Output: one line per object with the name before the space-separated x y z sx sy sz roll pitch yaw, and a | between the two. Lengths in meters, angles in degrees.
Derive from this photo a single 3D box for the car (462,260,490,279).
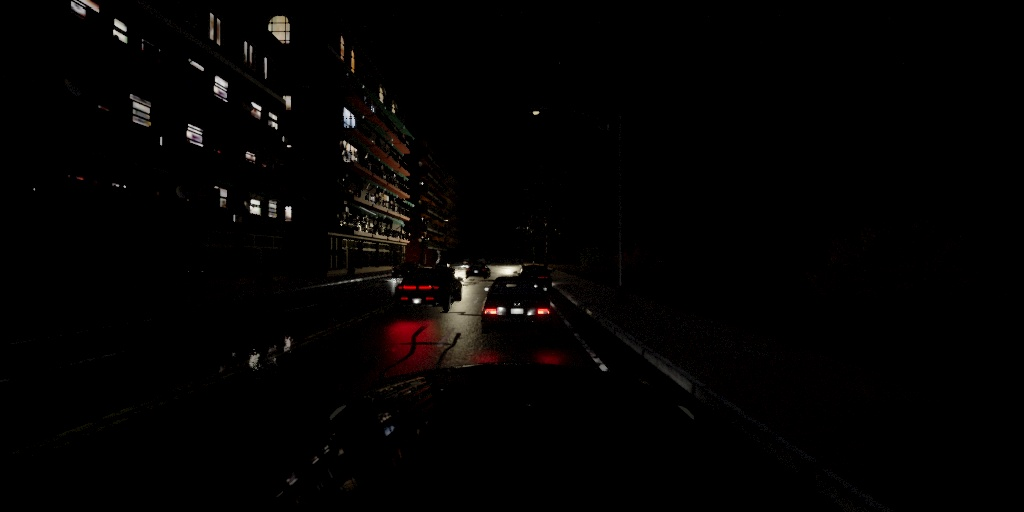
car | -3.093 1.316 33.045 1.994 1.385 4.181 0 0 0

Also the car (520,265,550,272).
car | 1.172 1.257 20.314 1.837 1.490 4.892 0 0 0

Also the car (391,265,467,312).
car | -3.129 1.253 14.223 1.837 1.490 4.892 0 -1 0

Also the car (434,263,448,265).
car | -6.541 1.316 33.241 1.994 1.385 4.181 0 0 0

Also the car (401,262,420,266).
car | -9.790 1.299 34.129 2.033 1.411 5.357 0 0 0

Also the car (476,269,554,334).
car | 0.117 1.299 10.626 2.033 1.411 5.357 0 0 0
